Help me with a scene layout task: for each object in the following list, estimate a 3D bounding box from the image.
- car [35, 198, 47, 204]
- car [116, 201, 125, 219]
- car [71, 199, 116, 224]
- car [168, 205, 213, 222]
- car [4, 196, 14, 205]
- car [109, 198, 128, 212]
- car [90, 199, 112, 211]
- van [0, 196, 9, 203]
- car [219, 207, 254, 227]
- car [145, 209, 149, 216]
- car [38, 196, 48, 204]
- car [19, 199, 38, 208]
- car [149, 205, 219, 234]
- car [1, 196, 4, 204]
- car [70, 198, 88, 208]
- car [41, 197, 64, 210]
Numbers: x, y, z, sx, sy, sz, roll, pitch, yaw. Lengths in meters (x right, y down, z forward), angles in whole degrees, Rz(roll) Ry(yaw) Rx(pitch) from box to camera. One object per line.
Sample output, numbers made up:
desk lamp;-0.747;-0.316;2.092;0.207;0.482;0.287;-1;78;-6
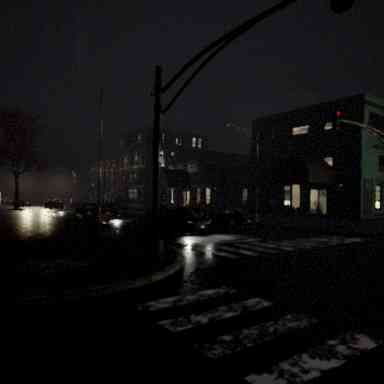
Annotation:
car;-38.913;2.251;85.899;2.008;1.369;4.403;1;-1;-35
car;-8.446;1.803;31.849;1.994;1.385;4.181;2;-1;-35
car;-7.924;1.587;26.324;1.967;1.590;4.097;1;-1;-35
car;-0.226;1.925;30.376;1.947;1.339;4.313;1;-1;-35
car;-36.301;1.969;67.440;1.947;1.339;4.313;1;-1;-35
car;-10.359;1.761;44.907;2.192;1.841;5.009;1;-1;-35
car;-13.553;1.914;49.447;1.967;1.590;4.097;1;-1;-35
van;-45.793;1.831;81.124;1.690;1.788;3.998;1;-1;-35
car;2.899;1.883;25.872;2.008;1.369;4.403;1;-1;-35
car;-3.351;1.968;34.877;1.802;1.307;4.206;1;-1;-35
car;-35.745;1.987;81.342;2.192;1.841;5.009;1;-1;-35
car;-26.710;1.843;53.619;1.752;1.417;4.829;1;-1;-35
car;-0.663;1.698;20.673;1.812;1.442;4.674;2;-1;-33
car;-42.534;1.985;76.421;1.752;1.417;4.829;1;-1;-35
car;-19.923;1.969;58.537;1.967;1.590;4.097;1;-1;-35
car;-20.347;1.843;49.171;2.128;1.511;4.902;2;-1;-35
